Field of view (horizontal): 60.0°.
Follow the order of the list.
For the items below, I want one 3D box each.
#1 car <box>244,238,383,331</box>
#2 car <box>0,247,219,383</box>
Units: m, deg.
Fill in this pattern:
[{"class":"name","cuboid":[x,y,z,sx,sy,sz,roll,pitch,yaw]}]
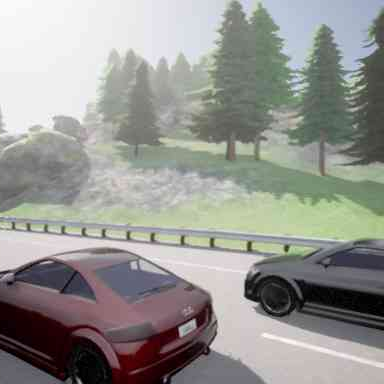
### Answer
[{"class":"car","cuboid":[3.065,1.551,5.997,4.181,1.385,1.994,0,0,35]},{"class":"car","cuboid":[-1.706,1.557,5.021,4.181,1.385,1.994,0,0,34]}]
